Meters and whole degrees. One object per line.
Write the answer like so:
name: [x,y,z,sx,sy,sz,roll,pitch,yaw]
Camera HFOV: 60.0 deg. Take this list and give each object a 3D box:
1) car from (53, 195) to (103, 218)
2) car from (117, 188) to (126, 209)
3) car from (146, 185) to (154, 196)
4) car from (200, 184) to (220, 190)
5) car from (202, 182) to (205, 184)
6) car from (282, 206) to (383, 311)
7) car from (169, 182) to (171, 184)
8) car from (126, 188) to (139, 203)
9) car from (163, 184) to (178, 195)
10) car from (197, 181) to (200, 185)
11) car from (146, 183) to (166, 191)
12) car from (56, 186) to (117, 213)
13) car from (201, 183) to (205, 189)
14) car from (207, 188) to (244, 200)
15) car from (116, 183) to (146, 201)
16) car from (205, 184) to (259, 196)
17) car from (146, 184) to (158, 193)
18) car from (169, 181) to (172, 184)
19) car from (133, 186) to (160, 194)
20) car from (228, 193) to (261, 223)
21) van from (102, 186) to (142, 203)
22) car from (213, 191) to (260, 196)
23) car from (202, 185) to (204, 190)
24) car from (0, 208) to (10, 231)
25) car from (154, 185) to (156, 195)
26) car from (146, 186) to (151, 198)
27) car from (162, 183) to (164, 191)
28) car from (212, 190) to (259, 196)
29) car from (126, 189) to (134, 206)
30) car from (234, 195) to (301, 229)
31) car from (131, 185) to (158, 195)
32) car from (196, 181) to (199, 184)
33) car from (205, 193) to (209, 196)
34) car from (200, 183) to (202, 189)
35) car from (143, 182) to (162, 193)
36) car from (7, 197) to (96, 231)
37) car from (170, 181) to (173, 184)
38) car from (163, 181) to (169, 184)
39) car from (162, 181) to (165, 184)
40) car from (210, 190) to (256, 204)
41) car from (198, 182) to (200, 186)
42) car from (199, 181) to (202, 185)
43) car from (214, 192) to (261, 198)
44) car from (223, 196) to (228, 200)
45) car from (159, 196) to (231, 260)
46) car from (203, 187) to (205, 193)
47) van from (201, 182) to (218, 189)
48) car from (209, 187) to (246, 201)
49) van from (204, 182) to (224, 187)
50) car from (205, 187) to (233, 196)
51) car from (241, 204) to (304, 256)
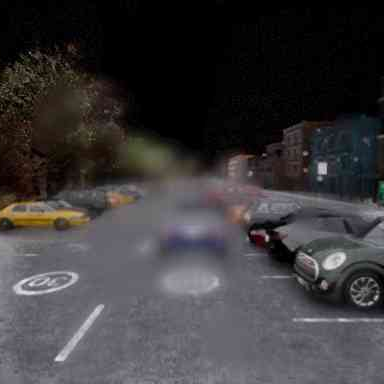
car: [-8.543,1.155,20.869,5.008,1.535,2.097,0,2,0]
car: [-8.568,0.765,29.231,4.553,1.767,2.185,0,2,0]
car: [-8.539,0.124,48.839,5.008,1.535,2.097,0,2,0]
car: [4.557,-1.343,85.024,4.892,1.521,2.231,0,2,0]
car: [4.579,-0.558,62.770,4.553,1.767,2.185,0,2,0]
car: [4.572,1.299,7.108,4.553,1.767,2.185,0,1,0]
car: [-8.500,-1.314,85.015,4.792,1.488,2.163,0,2,0]
car: [-8.721,0.669,34.925,5.366,1.575,1.946,0,2,0]
car: [-3.540,-0.238,58.546,1.837,1.490,4.892,0,3,1]
car: [4.364,-1.232,82.243,5.366,1.575,1.946,0,2,0]
car: [-8.562,-1.238,79.445,4.553,1.767,2.185,0,2,0]
car: [-8.566,0.824,23.650,5.566,2.045,2.435,0,2,0]
car: [4.732,-0.324,59.994,5.366,1.575,1.946,0,2,0]
car: [4.539,0.234,46.088,4.892,1.521,2.231,0,2,0]
car: [-8.507,0.311,37.698,5.566,2.045,2.435,0,2,0]
car: [4.516,0.419,34.954,5.566,2.045,2.435,0,2,0]
car: [-8.562,-0.067,54.404,4.792,1.488,2.163,0,2,0]
car: [-8.535,-1.459,87.798,5.008,1.535,2.097,0,2,0]
car: [-8.535,-0.391,62.755,4.674,1.452,2.002,0,2,0]
car: [4.511,1.097,18.248,4.553,1.767,2.185,0,2,0]
van: [-8.419,0.228,40.482,4.442,1.987,1.878,0,2,0]
car: [4.573,0.913,29.400,4.792,1.488,2.163,0,2,0]
car: [4.541,0.012,51.651,5.008,1.535,2.097,0,2,0]
car: [-8.533,1.389,9.847,4.892,1.521,2.231,0,1,0]
car: [-8.540,0.015,51.622,4.892,1.521,2.231,0,2,0]
car: [-8.537,0.275,46.058,4.674,1.452,2.002,0,2,0]
car: [-8.527,-0.543,65.536,5.008,1.535,2.097,0,2,0]
car: [4.546,0.819,32.184,4.674,1.452,2.002,0,2,0]
car: [-8.531,0.786,32.019,5.008,1.535,2.097,0,2,0]
car: [4.510,1.161,15.468,4.553,1.767,2.185,0,1,0]
car: [-8.502,-0.444,59.965,4.553,1.767,2.185,0,2,0]
car: [4.579,-1.827,90.575,5.566,2.045,2.435,0,2,0]
car: [0.027,1.098,25.048,2.033,1.411,5.357,0,2,0]
car: [4.577,-0.628,68.339,4.792,1.488,2.163,0,2,0]
car: [-8.505,-0.458,57.179,5.566,2.045,2.435,0,2,0]
car: [-8.353,1.224,18.080,5.366,1.575,1.946,0,1,0]
car: [-8.714,-1.573,90.455,5.366,1.575,1.946,0,2,0]
car: [-8.503,-1.135,73.875,5.566,2.045,2.435,0,2,0]
car: [-8.500,-0.782,68.312,4.553,1.767,2.185,0,2,0]
car: [4.550,0.560,37.745,5.008,1.535,2.097,0,2,0]
car: [4.543,-1.113,79.462,4.892,1.521,2.231,0,2,0]
car: [4.580,-1.124,76.675,4.553,1.767,2.185,0,2,0]
car: [4.548,0.980,26.613,5.008,1.535,2.097,0,2,0]
car: [4.540,1.190,21.039,4.674,1.452,2.002,0,2,0]
car: [0.046,1.221,12.105,2.097,1.767,4.553,0,1,0]
car: [4.359,0.448,40.526,5.366,1.575,1.946,0,2,0]
van: [4.667,-1.686,87.795,4.442,1.987,1.878,0,2,0]
car: [4.576,0.222,43.177,4.553,1.767,2.185,0,2,0]
van: [4.429,-0.103,48.860,4.442,1.987,1.878,0,2,0]
car: [4.544,-0.168,57.215,4.674,1.452,2.002,0,2,0]
car: [4.512,1.370,12.685,4.792,1.488,2.163,0,1,0]
